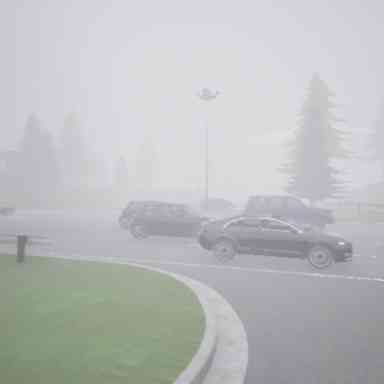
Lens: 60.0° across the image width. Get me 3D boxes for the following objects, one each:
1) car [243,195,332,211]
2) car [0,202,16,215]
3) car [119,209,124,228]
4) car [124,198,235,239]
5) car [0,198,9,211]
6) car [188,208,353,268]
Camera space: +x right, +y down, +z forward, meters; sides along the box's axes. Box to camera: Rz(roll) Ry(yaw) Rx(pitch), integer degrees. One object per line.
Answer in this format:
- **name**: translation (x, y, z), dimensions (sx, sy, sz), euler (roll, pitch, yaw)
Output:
- **car**: translation (5.991, 1.229, 21.004), dimensions (5.566, 2.045, 2.150), euler (0, 0, 18)
- **car**: translation (-17.910, 1.308, 28.681), dimensions (5.357, 1.411, 2.033), euler (1, 0, 18)
- **car**: translation (-1.983, 1.284, 19.888), dimensions (4.553, 1.767, 2.097), euler (1, 0, 18)
- **car**: translation (-0.565, 1.307, 15.758), dimensions (4.553, 1.767, 2.097), euler (1, 0, 18)
- **car**: translation (-21.920, 1.309, 34.781), dimensions (4.718, 1.301, 1.895), euler (1, 0, 8)
- **car**: translation (2.629, 1.488, 11.055), dimensions (4.902, 1.511, 2.128), euler (1, 0, 18)
